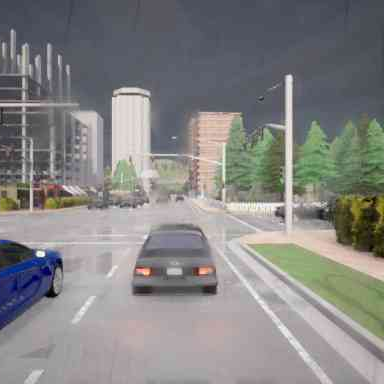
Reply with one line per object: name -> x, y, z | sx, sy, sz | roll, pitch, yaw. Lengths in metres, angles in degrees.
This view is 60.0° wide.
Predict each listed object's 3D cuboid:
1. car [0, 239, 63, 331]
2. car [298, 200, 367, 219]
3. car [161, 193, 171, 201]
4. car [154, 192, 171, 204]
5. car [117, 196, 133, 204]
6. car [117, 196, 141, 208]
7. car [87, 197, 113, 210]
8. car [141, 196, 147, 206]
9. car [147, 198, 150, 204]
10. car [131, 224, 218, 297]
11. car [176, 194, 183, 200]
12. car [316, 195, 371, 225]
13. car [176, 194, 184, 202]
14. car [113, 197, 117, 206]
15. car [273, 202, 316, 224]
car -> -3.719, 1.477, 5.488 | 1.882, 1.535, 5.008 | 0, 0, -3
car -> 11.796, 1.476, 28.131 | 5.008, 1.535, 1.882 | 0, 0, -1
car -> -6.628, 1.220, 85.020 | 2.150, 2.045, 5.566 | 0, 0, -2
car -> -5.848, 1.348, 66.094 | 2.097, 1.767, 4.553 | 0, 0, -2
car -> -12.926, 1.544, 64.373 | 2.033, 1.411, 5.357 | 0, 0, -1
car -> -8.854, 1.561, 46.794 | 1.994, 1.385, 4.181 | 0, 0, -2
car -> -12.252, 1.545, 43.787 | 2.033, 1.411, 5.357 | 0, 0, -2
car -> -9.143, 1.561, 55.157 | 1.994, 1.385, 4.181 | 0, 0, -2
car -> -9.449, 1.560, 65.109 | 1.994, 1.385, 4.181 | 0, 0, -1
car -> -0.403, 1.547, 8.780 | 2.033, 1.411, 5.357 | 0, 0, -2
car -> -3.119, 1.322, 84.834 | 1.837, 1.490, 4.892 | 0, 0, -2
car -> 11.143, 1.220, 20.925 | 5.566, 2.045, 2.150 | 0, 0, -1
car -> -2.788, 1.489, 75.621 | 1.837, 1.490, 4.892 | 0, 0, -2
car -> -12.604, 1.544, 53.825 | 2.033, 1.411, 5.357 | 0, 0, -2
car -> 8.473, 1.490, 24.396 | 4.902, 1.511, 2.128 | 0, 0, -1
